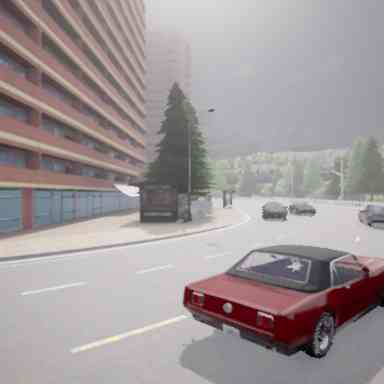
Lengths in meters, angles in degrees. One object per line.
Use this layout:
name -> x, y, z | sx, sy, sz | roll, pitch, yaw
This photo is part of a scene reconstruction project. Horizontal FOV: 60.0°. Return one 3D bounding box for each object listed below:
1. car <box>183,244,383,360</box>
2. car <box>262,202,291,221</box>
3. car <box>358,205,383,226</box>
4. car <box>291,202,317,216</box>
car -> 2.166, 1.633, 6.095 | 4.718, 1.301, 1.895 | 0, 0, -43
car -> 7.195, 1.633, 29.068 | 1.882, 1.535, 5.008 | 0, 0, 11
car -> 13.330, 1.642, 23.967 | 2.033, 1.411, 5.357 | 0, 0, 18
car -> 11.626, 1.721, 35.234 | 2.033, 1.411, 5.357 | 0, 0, 5
